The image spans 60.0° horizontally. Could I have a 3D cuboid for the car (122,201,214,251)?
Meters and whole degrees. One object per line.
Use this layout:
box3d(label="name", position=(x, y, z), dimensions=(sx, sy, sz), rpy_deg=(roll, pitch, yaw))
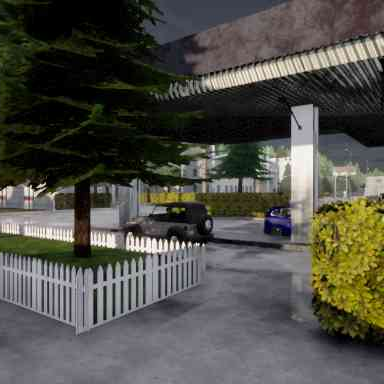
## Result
box3d(label="car", position=(-0.981, 1.313, 13.836), dimensions=(3.866, 1.878, 1.905), rpy_deg=(0, 0, 35))

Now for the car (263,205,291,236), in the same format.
box3d(label="car", position=(5.820, 1.480, 15.985), dimensions=(4.611, 1.667, 2.242), rpy_deg=(0, 0, 35))

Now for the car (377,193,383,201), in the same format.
box3d(label="car", position=(25.773, 1.077, 43.521), dimensions=(1.905, 1.878, 3.866), rpy_deg=(0, 0, 35))

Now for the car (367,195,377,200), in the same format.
box3d(label="car", position=(33.036, 1.298, 60.262), dimensions=(2.007, 1.523, 4.514), rpy_deg=(0, 0, 35))
